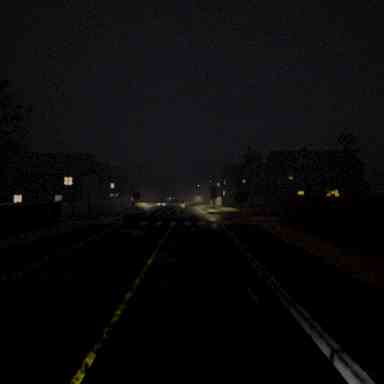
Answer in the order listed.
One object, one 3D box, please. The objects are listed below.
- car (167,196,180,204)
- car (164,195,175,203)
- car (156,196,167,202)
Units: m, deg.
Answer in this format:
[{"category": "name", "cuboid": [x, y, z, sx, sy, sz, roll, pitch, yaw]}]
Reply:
[{"category": "car", "cuboid": [-3.867, 1.930, 74.211, 1.895, 1.301, 4.718, 0, -1, -10]}, {"category": "car", "cuboid": [-5.806, 1.732, 84.059, 2.097, 1.767, 4.553, 0, -1, -12]}, {"category": "car", "cuboid": [-7.329, 1.549, 77.829, 1.994, 1.385, 4.181, 0, -1, -10]}]
